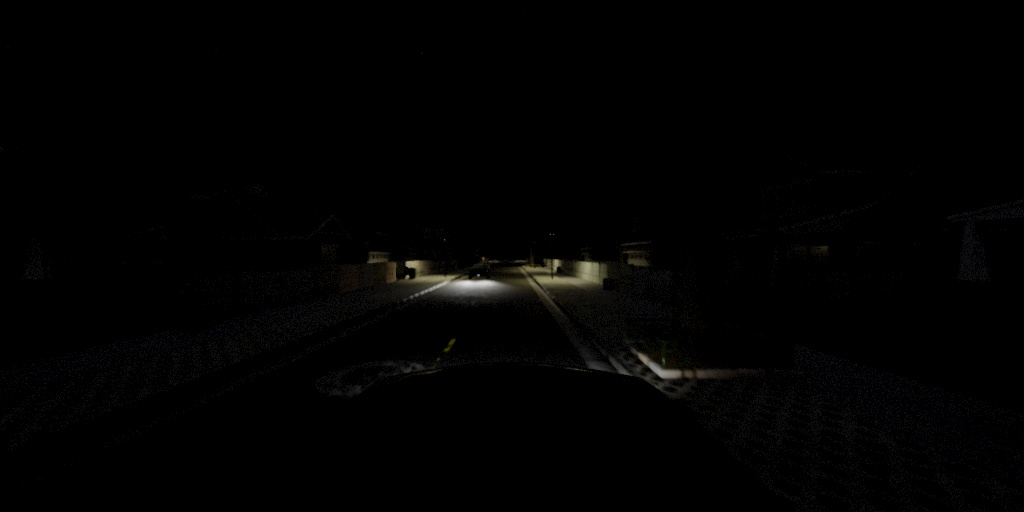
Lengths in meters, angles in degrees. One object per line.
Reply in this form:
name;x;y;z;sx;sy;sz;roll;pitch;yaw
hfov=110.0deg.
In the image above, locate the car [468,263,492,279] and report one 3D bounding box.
car;-2.854;1.340;32.779;1.895;1.301;4.718;0;0;0
